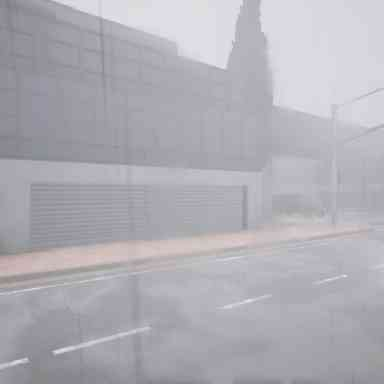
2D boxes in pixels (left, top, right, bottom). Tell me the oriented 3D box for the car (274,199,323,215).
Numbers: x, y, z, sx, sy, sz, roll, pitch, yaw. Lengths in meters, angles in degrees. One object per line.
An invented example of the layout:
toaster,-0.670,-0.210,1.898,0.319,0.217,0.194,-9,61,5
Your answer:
car,10.960,1.526,34.480,1.812,1.442,4.674,0,0,-37

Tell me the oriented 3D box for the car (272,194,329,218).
car,9.615,1.222,30.422,2.150,2.045,5.566,0,0,-37
